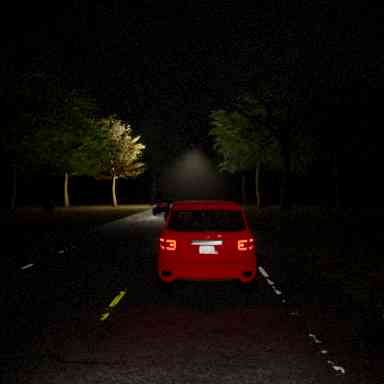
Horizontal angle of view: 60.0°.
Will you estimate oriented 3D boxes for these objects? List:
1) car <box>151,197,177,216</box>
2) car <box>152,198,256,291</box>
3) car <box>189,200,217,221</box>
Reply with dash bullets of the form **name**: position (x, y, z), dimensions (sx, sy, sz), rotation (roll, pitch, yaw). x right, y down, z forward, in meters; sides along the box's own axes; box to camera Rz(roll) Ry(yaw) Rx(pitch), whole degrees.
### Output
- **car**: position (-2.666, 1.385, 33.105), dimensions (2.097, 1.767, 4.553), rotation (0, 0, 2)
- **car**: position (0.351, 1.227, 9.199), dimensions (2.150, 2.045, 5.566), rotation (0, 0, 1)
- **car**: position (0.892, 1.511, 28.173), dimensions (2.128, 1.511, 4.902), rotation (0, 0, 1)
